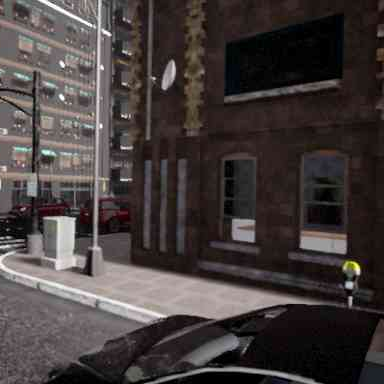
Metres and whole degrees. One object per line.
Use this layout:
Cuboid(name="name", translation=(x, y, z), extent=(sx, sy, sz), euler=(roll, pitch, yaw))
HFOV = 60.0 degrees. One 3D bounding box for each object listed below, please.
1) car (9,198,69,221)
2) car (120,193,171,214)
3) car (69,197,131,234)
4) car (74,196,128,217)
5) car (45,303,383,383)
Cuboid(name="car", translation=(-10.926, 1.133, 24.029), extent=(1.967, 1.590, 4.097), euler=(2, 1, 35))
Cuboid(name="car", translation=(-4.539, 1.028, 33.093), extent=(2.192, 1.841, 5.009), euler=(2, 1, 35))
Cuboid(name="car", translation=(-4.076, 1.254, 19.202), extent=(2.192, 1.841, 5.009), euler=(2, 1, 35))
Cuboid(name="car", translation=(-7.734, 1.143, 28.562), extent=(1.967, 1.590, 4.097), euler=(2, 1, 35))
Cuboid(name="car", translation=(0.746, 1.558, 2.322), extent=(4.313, 1.339, 1.947), euler=(1, 2, 35))
